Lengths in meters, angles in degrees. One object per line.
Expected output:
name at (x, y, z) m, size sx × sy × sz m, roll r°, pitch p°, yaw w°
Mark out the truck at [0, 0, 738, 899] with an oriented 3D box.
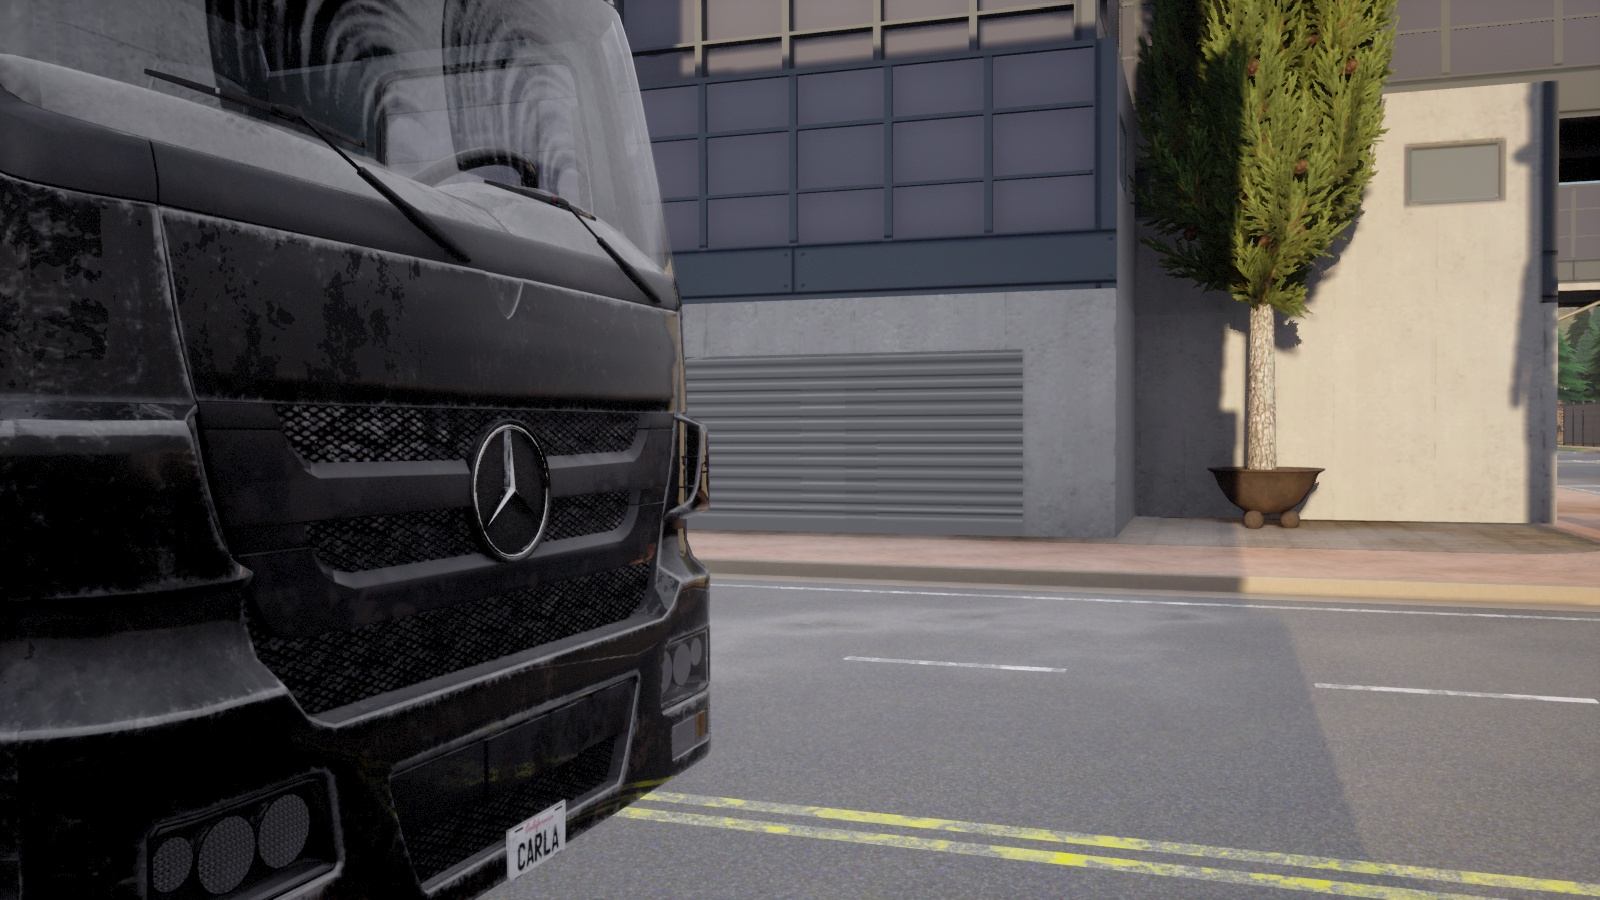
truck at (-4.464, -0.248, 4.736) m, size 7.936 × 3.462 × 2.891 m, roll 1°, pitch 1°, yaw 20°
